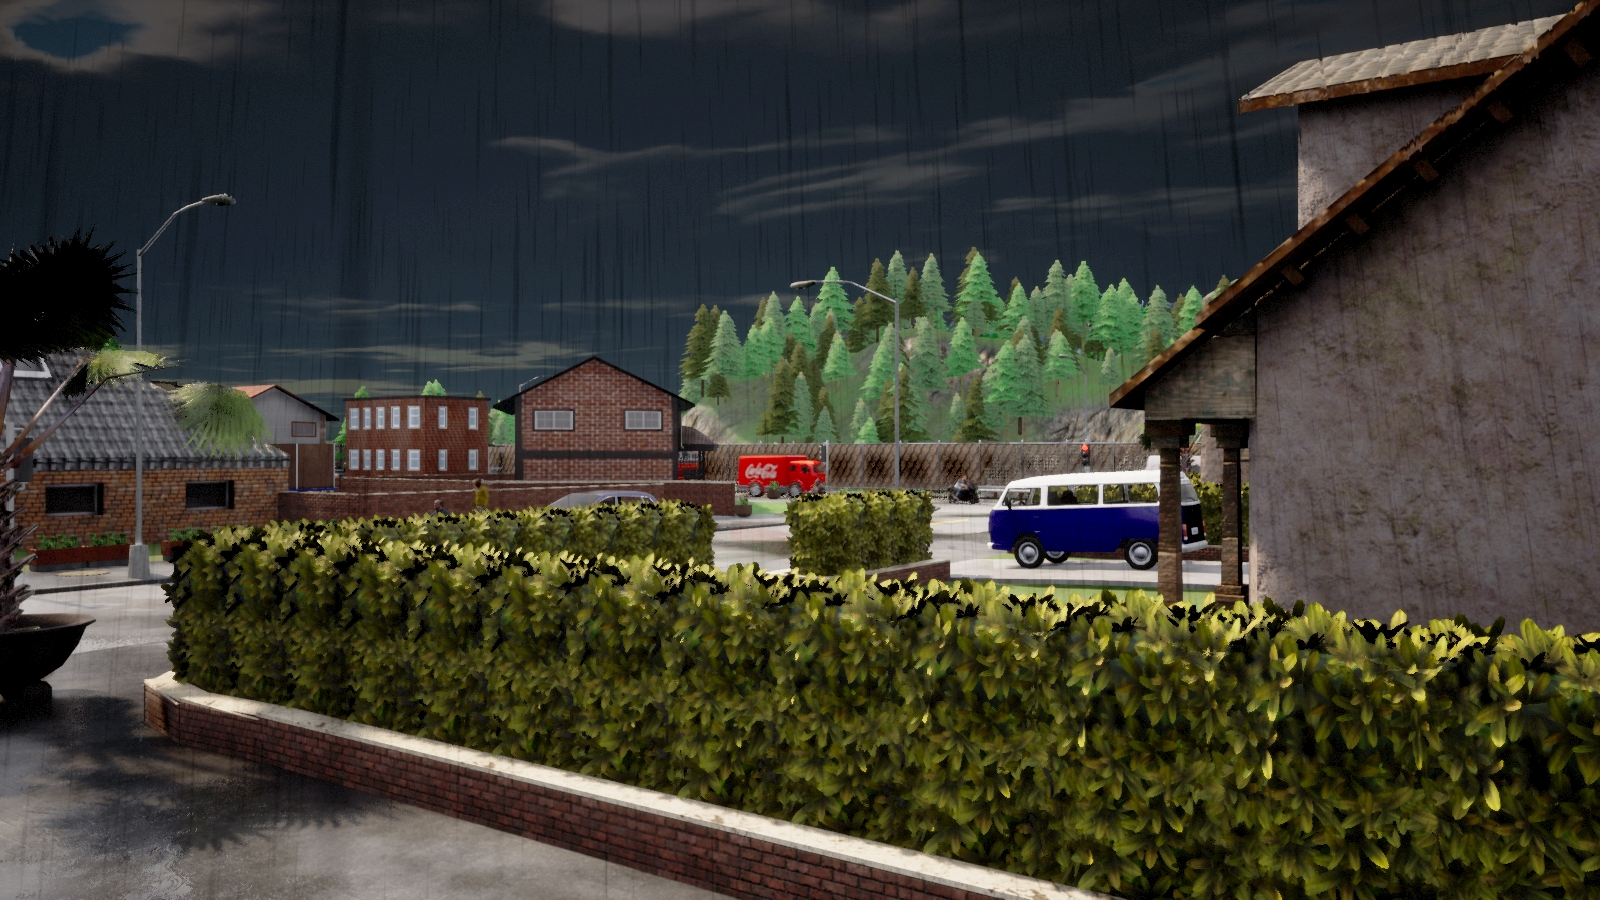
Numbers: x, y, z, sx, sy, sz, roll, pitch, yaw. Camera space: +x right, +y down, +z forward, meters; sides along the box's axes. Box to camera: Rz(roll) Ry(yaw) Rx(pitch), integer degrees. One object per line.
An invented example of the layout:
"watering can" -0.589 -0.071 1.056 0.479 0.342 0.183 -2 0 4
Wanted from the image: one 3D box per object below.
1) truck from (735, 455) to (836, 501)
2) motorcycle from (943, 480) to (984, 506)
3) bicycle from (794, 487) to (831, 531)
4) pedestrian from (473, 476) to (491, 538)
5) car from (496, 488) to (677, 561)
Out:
"truck" -0.851 1.551 65.475 5.204 2.467 2.627 0 0 35
"motorcycle" 8.312 2.175 58.137 0.803 1.199 2.033 -4 2 -41
"bicycle" 0.458 2.051 40.243 0.329 1.471 1.835 0 0 35
"pedestrian" -9.686 1.732 34.786 0.375 1.860 0.375 0 0 34
"car" -5.756 1.958 31.296 2.242 1.667 4.611 0 0 35
